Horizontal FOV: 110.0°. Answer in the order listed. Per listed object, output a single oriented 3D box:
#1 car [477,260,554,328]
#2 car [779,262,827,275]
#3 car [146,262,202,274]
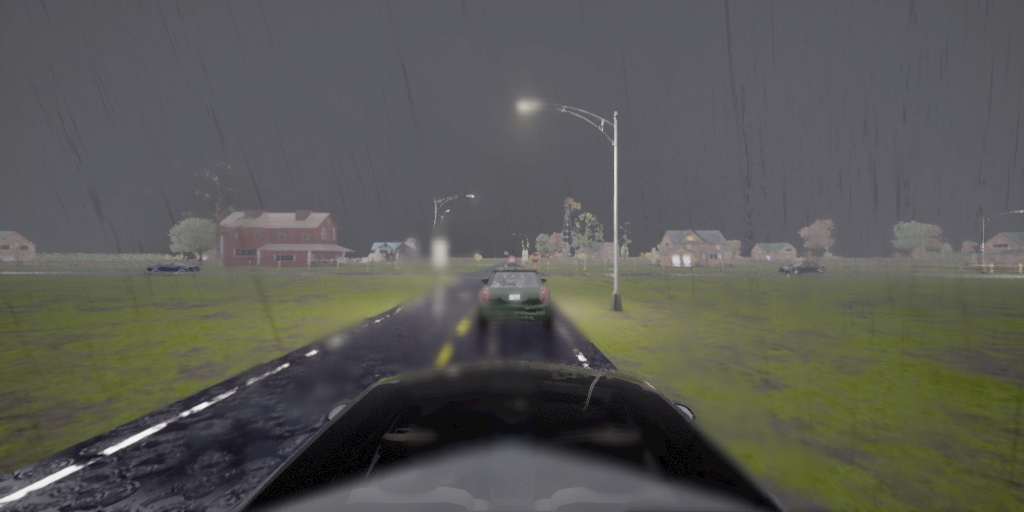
[{"bbox_3d":[0.096,1.121,11.576,2.097,1.767,4.553,0,0,0],"label":"car"},{"bbox_3d":[34.108,1.456,42.102,4.892,1.490,1.837,1,0,1],"label":"car"},{"bbox_3d":[-37.285,1.321,39.702,4.718,1.301,1.895,0,0,1],"label":"car"}]
